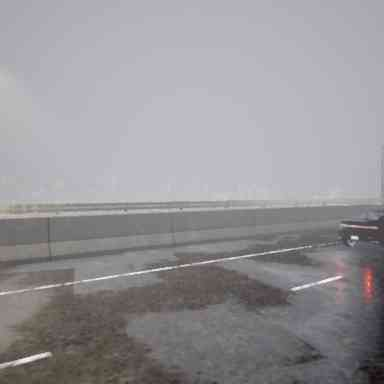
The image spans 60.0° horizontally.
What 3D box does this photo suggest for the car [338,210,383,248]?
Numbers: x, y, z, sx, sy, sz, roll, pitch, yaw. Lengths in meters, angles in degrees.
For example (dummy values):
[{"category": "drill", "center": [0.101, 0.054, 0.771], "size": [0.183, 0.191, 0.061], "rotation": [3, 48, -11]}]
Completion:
[{"category": "car", "center": [8.084, 1.507, 13.857], "size": [4.902, 1.511, 2.128], "rotation": [0, 0, -35]}]
